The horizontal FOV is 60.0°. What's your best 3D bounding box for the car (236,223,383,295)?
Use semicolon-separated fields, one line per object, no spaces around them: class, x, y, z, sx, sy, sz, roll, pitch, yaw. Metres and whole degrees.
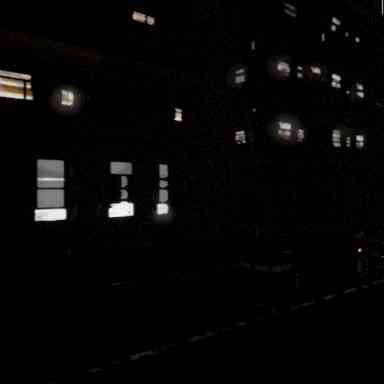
car;3.059;1.624;8.713;4.206;1.307;1.802;0;-1;-35

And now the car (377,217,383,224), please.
car;7.619;1.514;11.968;4.097;1.590;1.967;0;-1;-35
